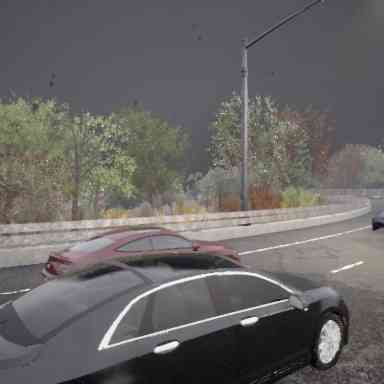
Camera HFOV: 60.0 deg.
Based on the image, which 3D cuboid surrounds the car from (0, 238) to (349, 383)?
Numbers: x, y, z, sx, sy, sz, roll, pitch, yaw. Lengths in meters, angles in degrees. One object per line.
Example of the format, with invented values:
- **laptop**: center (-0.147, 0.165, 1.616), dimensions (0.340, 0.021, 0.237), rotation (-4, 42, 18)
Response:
- **car**: center (0.008, 1.506, 4.006), dimensions (4.892, 1.490, 1.837), rotation (0, 0, -37)

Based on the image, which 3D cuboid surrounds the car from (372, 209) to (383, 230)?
- **car**: center (12.389, 1.565, 20.086), dimensions (1.994, 1.385, 4.181), rotation (0, 0, 42)

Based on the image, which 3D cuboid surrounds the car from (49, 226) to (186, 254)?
- **car**: center (-0.923, 1.526, 7.686), dimensions (4.674, 1.442, 1.812), rotation (0, 0, -38)
